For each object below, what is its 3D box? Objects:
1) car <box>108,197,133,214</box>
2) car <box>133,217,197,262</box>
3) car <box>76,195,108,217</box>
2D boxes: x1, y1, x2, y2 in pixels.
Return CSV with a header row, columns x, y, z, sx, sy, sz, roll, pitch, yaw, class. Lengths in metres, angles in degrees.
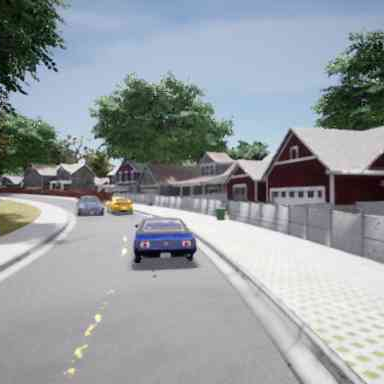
x,y,z,sx,sy,sz,roll,pitch,yaw,class
-7.030,1.222,31.904,1.882,1.535,5.008,0,1,-23,car
-1.094,1.533,11.838,1.895,1.301,4.718,0,0,-9,car
-8.888,1.119,28.927,2.097,1.767,4.553,0,1,-22,car
